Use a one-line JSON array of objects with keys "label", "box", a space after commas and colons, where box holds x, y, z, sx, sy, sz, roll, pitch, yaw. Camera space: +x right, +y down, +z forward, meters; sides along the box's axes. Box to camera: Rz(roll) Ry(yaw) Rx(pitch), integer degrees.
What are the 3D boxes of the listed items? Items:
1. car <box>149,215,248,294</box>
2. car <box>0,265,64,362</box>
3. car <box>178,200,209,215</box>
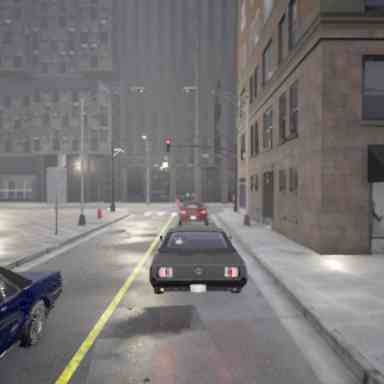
[{"label": "car", "box": [0.093, 1.493, 8.440, 1.895, 1.301, 4.718, 0, 1, -1]}, {"label": "car", "box": [-3.104, 1.556, 3.407, 1.895, 1.301, 4.718, 0, 1, 0]}, {"label": "car", "box": [0.095, 1.257, 21.248, 1.812, 1.442, 4.674, 0, 1, 1]}]
